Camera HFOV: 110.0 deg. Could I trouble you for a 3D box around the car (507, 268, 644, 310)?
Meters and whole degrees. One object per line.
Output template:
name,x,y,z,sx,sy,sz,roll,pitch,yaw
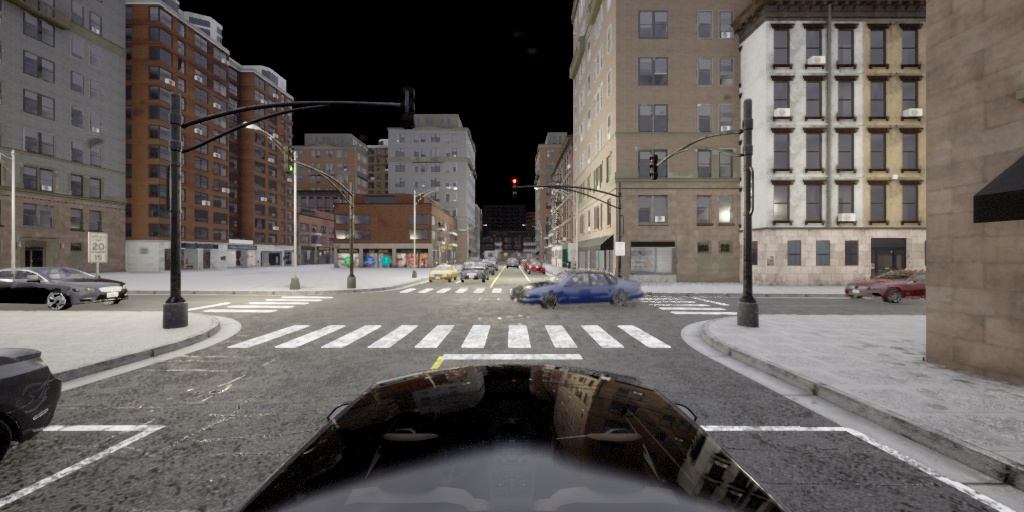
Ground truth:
car,2.673,1.312,14.525,5.357,1.411,2.033,0,0,-18

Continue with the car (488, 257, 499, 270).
car,-2.832,1.278,48.195,1.812,1.442,4.674,0,0,0

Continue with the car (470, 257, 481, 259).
car,-5.383,1.067,51.215,2.192,1.841,5.009,0,0,0

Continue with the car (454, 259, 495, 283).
car,-2.833,1.242,28.219,2.128,1.511,4.902,0,0,2

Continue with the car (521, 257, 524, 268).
car,2.642,1.066,45.552,2.192,1.841,5.009,0,0,0

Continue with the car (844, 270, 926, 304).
car,18.020,1.374,16.354,4.674,1.442,1.812,0,0,0

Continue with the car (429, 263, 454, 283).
car,-5.385,1.276,28.397,1.751,1.417,4.829,0,0,0

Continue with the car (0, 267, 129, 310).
car,-17.281,1.162,13.387,4.902,1.511,2.128,0,0,2

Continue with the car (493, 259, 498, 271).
car,-2.841,1.315,38.120,1.994,1.385,4.181,0,0,0

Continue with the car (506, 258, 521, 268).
car,0.100,1.317,58.619,1.994,1.385,4.181,0,0,1

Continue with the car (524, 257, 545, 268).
car,2.641,1.191,39.890,1.967,1.591,4.097,0,0,0

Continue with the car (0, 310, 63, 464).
car,-5.388,1.300,1.721,2.007,1.370,4.403,0,0,0
